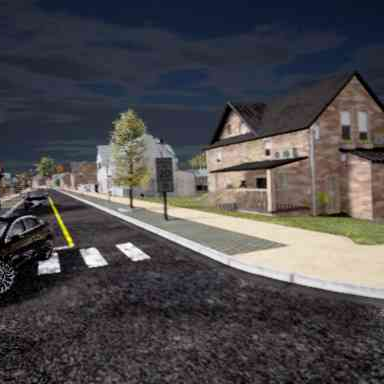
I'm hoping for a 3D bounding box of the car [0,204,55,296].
[{"bbox_3d":[-4.919,1.349,8.197,2.128,1.511,4.902,-2,3,-6],"label":"car"}]

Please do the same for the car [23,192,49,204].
[{"bbox_3d":[-14.439,0.729,30.894,2.128,1.511,4.902,-4,3,-24],"label":"car"}]
